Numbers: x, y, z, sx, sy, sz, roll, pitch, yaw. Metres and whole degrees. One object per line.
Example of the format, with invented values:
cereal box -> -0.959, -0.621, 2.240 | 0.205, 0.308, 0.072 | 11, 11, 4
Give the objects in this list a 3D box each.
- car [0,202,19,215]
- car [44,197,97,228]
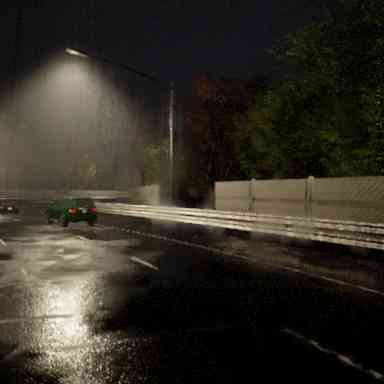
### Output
car -> -20.456, 1.733, 36.056 | 4.181, 1.385, 1.994 | 0, -1, 42
car -> -8.785, 1.371, 23.924 | 2.150, 2.045, 5.566 | 1, -1, -40
